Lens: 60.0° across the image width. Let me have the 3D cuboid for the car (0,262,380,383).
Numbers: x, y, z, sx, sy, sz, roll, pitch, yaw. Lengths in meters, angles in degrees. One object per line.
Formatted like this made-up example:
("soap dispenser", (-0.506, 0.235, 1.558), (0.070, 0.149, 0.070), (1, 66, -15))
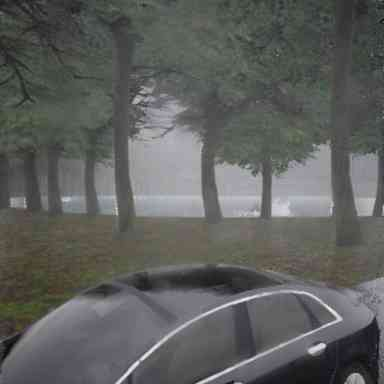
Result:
("car", (-0.221, 1.513, 2.910), (4.892, 1.490, 1.837), (1, 0, -35))
